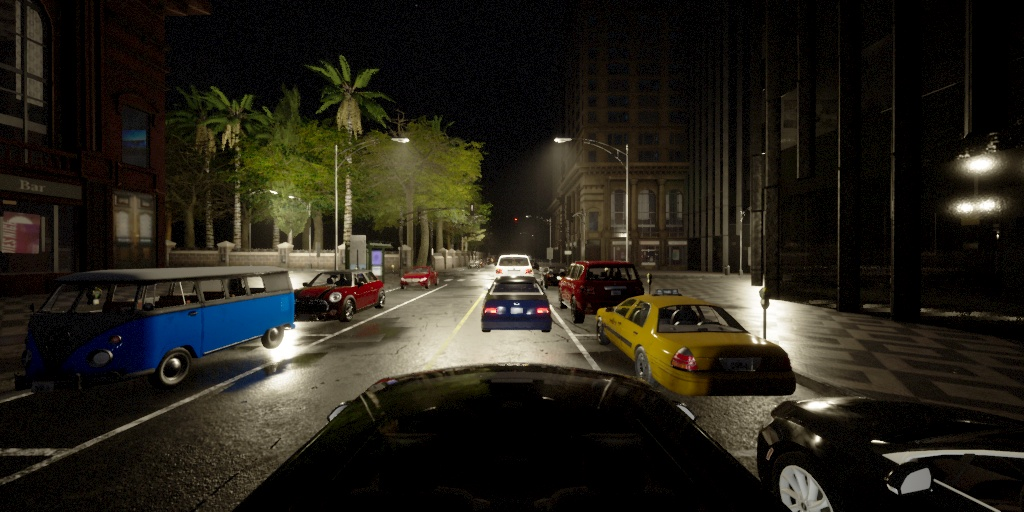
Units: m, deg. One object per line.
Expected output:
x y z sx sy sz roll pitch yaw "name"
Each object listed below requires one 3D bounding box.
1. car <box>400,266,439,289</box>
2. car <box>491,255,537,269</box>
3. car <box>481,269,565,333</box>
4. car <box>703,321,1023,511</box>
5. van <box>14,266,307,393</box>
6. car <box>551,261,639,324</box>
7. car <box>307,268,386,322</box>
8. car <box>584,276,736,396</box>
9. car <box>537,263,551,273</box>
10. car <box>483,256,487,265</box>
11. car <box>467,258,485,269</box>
-5.759 1.324 22.778 1.802 1.307 4.207 0 0 0 "car"
0.105 0.965 21.299 2.150 2.045 5.566 0 0 0 "car"
0.105 1.295 10.728 2.033 1.411 5.357 0 0 0 "car"
2.762 1.300 1.057 2.007 1.370 4.403 0 0 0 "car"
-5.762 1.090 6.499 1.690 1.789 3.998 0 0 0 "van"
2.764 1.062 11.908 2.192 1.841 5.009 0 0 0 "car"
-5.761 1.187 11.925 1.967 1.591 4.097 0 0 0 "car"
2.763 1.274 6.652 1.751 1.417 4.829 0 0 0 "car"
2.767 1.308 22.758 1.948 1.339 4.313 0 0 0 "car"
-5.750 1.153 60.057 1.967 1.591 4.097 0 0 0 "car"
-5.752 1.269 54.637 2.007 1.370 4.403 0 0 0 "car"
